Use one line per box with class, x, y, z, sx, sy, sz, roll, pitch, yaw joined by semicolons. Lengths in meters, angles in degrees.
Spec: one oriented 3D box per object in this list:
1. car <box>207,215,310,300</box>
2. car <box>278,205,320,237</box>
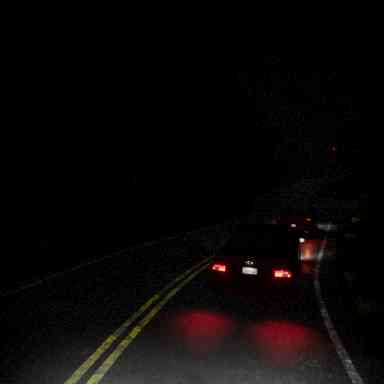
car;1.877;1.548;8.694;2.033;1.411;5.357;2;0;18
car;5.965;1.485;18.539;1.882;1.535;5.008;2;1;23
